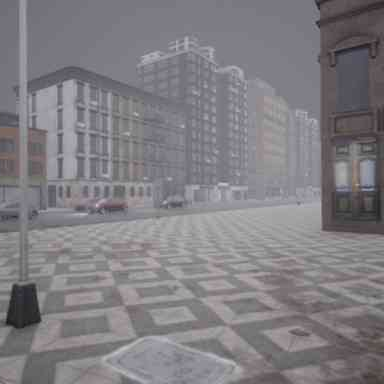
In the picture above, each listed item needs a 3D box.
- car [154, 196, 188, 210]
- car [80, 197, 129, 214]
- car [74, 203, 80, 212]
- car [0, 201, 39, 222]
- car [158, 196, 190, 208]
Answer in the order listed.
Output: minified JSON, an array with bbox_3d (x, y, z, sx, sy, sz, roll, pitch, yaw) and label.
[{"bbox_3d":[-2.821,1.287,42.715,2.097,1.767,4.553,-1,0,35],"label":"car"},{"bbox_3d":[-8.751,1.307,34.376,2.097,1.767,4.553,-1,0,35],"label":"car"},{"bbox_3d":[-10.732,1.457,37.200,1.882,1.535,5.008,-1,0,35],"label":"car"},{"bbox_3d":[-14.451,1.540,26.344,1.994,1.385,4.181,-1,0,35],"label":"car"},{"bbox_3d":[-2.545,1.427,48.693,1.882,1.535,5.008,-1,0,36],"label":"car"}]
